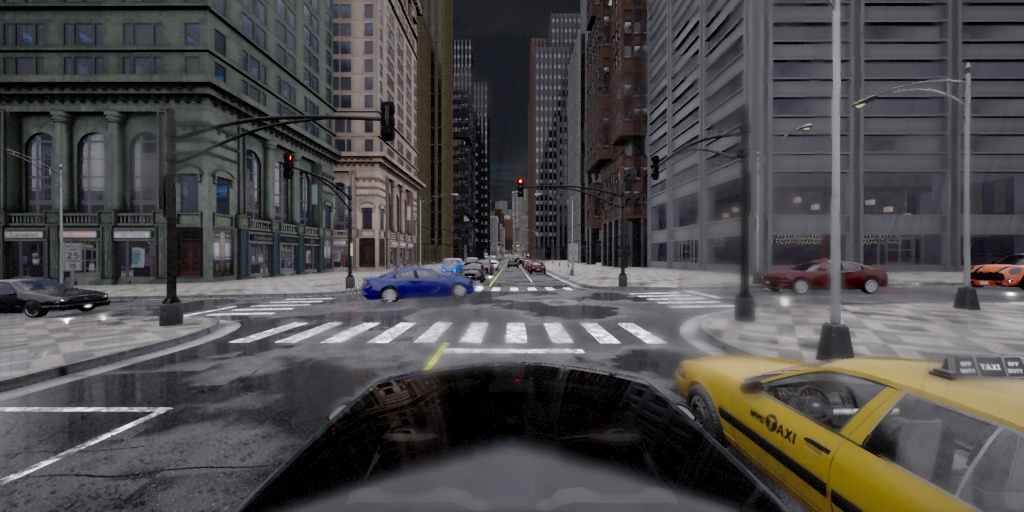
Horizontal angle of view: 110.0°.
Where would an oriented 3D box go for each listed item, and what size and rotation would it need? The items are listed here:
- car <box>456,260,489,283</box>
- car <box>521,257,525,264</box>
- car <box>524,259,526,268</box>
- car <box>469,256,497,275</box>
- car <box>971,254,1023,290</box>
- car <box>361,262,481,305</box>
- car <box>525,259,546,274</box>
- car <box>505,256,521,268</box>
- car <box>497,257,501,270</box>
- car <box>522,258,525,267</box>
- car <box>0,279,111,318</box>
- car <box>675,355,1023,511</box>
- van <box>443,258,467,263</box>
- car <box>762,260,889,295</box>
[{"bbox_3d":[-3.064,1.258,28.222,1.837,1.490,4.892,0,0,0],"label":"car"},{"bbox_3d":[2.832,1.296,57.036,1.751,1.417,4.829,0,0,0],"label":"car"},{"bbox_3d":[2.823,1.308,45.816,1.888,1.381,4.507,0,0,0],"label":"car"},{"bbox_3d":[-3.060,1.110,38.493,2.097,1.767,4.553,0,0,0],"label":"car"},{"bbox_3d":[24.629,0.656,16.990,4.553,1.767,2.097,-1,0,0],"label":"car"},{"bbox_3d":[-4.270,1.271,16.568,5.008,1.535,1.882,-1,0,-24],"label":"car"},{"bbox_3d":[2.819,1.304,40.290,1.888,1.381,4.507,0,0,0],"label":"car"},{"bbox_3d":[0.162,1.280,61.482,1.837,1.490,4.892,0,0,0],"label":"car"},{"bbox_3d":[-3.039,0.984,49.899,2.150,2.045,5.566,0,0,0],"label":"car"},{"bbox_3d":[2.827,1.312,51.341,1.888,1.381,4.507,0,0,0],"label":"car"},{"bbox_3d":[-19.185,1.608,14.000,5.357,1.411,2.033,-1,0,0],"label":"car"},{"bbox_3d":[2.769,1.275,2.368,1.751,1.417,4.829,0,0,0],"label":"car"},{"bbox_3d":[-5.743,1.097,34.792,1.690,1.789,3.998,0,0,0],"label":"van"},{"bbox_3d":[14.707,0.948,17.036,5.008,1.535,1.882,-1,0,2],"label":"car"}]
